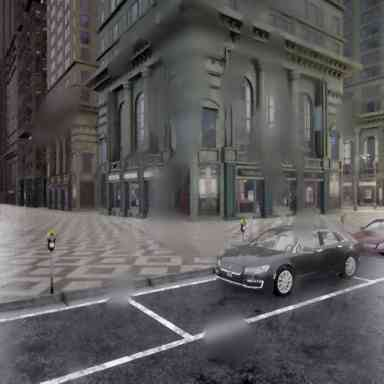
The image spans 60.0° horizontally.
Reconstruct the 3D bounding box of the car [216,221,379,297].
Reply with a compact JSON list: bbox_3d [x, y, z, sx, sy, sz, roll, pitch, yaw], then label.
[{"bbox_3d":[2.588,1.551,8.484,4.403,1.369,2.008,0,0,-35],"label":"car"}]

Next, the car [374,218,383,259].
[{"bbox_3d":[7.000,1.582,11.620,4.206,1.307,1.802,0,0,-35],"label":"car"}]
